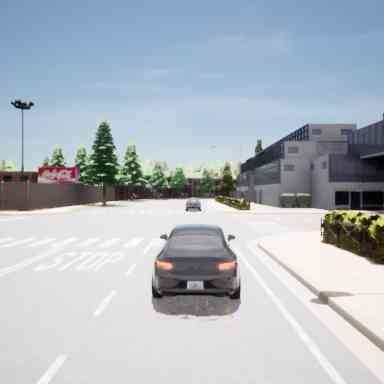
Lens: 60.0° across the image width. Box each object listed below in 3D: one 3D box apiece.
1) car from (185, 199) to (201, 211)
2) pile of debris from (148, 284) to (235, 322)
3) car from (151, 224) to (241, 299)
[{"bbox_3d":[0.174,1.539,40.920,2.033,1.411,5.357,0,0,0],"label":"car"},{"bbox_3d":[-0.010,2.174,6.665,1.500,0.140,1.860,0,0,0],"label":"pile of debris"},{"bbox_3d":[0.130,1.522,8.312,1.812,1.442,4.674,0,0,2],"label":"car"}]
